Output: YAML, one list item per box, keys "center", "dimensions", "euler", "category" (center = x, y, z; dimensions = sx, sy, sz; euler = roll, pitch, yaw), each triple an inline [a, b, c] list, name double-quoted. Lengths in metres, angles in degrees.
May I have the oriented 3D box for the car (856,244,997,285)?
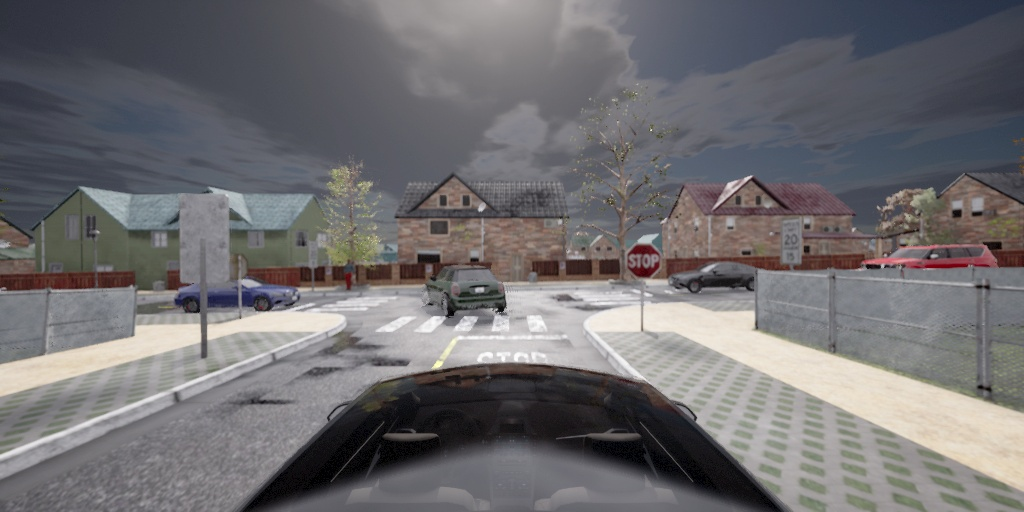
- center: [20.880, 0.479, 18.148]
  dimensions: [5.566, 2.045, 2.150]
  euler: [-1, 1, 0]
  category: "car"

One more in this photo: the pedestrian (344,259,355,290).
- center: [-9.615, 1.086, 21.059]
  dimensions: [0.375, 1.860, 0.375]
  euler: [0, 2, 0]
  category: "pedestrian"

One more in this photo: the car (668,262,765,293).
- center: [10.372, 1.031, 18.149]
  dimensions: [4.674, 1.442, 1.812]
  euler: [-1, 1, 0]
  category: "car"

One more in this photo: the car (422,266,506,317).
- center: [-1.977, 1.145, 13.799]
  dimensions: [2.097, 1.767, 4.553]
  euler: [-1, 1, -25]
  category: "car"

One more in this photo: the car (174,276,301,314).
- center: [-11.551, 1.579, 15.203]
  dimensions: [4.674, 1.442, 1.812]
  euler: [-1, 1, 0]
  category: "car"

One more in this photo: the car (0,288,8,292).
- center: [-23.309, 1.857, 15.210]
  dimensions: [4.674, 1.442, 1.812]
  euler: [-1, 1, 0]
  category: "car"
